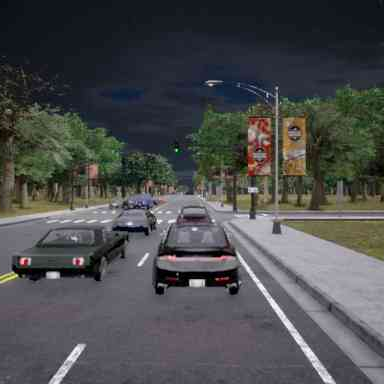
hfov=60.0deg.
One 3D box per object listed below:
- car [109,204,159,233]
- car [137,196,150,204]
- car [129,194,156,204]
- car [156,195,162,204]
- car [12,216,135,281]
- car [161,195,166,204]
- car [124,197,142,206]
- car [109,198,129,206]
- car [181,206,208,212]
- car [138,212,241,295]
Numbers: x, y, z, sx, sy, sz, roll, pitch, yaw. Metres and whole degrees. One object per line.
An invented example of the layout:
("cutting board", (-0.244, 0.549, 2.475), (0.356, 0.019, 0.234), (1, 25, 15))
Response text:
("car", (-3.139, 1.575, 18.836), (1.994, 1.385, 4.181), (0, 0, 0))
("car", (-9.666, 1.574, 66.474), (1.837, 1.490, 4.892), (0, 0, 1))
("car", (-6.523, 1.260, 44.577), (2.150, 2.045, 5.566), (0, 0, 0))
("car", (-6.502, 1.653, 54.896), (1.895, 1.301, 4.718), (0, 0, 0))
("car", (-3.141, 1.605, 9.782), (1.895, 1.301, 4.718), (0, 0, 0))
("car", (-6.420, 1.421, 66.423), (2.097, 1.767, 4.553), (0, 0, 0))
("car", (-9.751, 1.544, 55.299), (2.128, 1.511, 4.902), (0, 0, 0))
("car", (-9.765, 1.531, 44.925), (2.128, 1.511, 4.902), (0, 0, 2))
("car", (0.111, 1.517, 18.360), (1.837, 1.490, 4.892), (0, 0, 0))
("car", (0.105, 1.496, 8.681), (2.128, 1.511, 4.902), (0, 0, 0))
